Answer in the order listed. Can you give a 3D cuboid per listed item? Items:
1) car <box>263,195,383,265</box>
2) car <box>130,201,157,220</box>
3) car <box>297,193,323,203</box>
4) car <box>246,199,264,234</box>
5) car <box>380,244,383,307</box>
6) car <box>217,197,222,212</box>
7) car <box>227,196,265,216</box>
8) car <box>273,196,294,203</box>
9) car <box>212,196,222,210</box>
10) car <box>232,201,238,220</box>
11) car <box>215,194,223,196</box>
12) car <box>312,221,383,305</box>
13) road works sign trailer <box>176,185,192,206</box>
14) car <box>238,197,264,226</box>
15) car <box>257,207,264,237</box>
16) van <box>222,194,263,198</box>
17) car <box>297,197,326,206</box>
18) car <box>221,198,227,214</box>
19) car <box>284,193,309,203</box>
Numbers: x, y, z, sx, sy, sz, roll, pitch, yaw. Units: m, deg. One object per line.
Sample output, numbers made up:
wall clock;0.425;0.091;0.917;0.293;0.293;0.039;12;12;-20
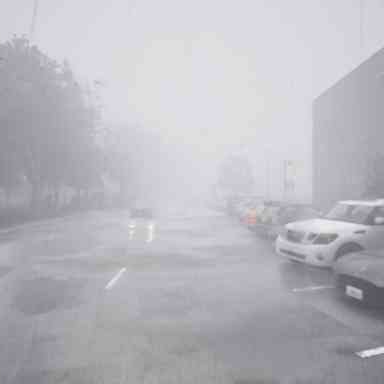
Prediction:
car;5.321;1.238;10.081;5.566;2.045;2.435;1;0;-20
car;-4.145;1.513;29.080;1.882;1.535;5.008;0;0;0
car;26.974;1.390;76.348;2.435;2.045;5.566;1;-1;-22
car;5.323;1.370;16.095;4.553;1.767;2.185;1;0;-20
car;5.159;1.480;4.022;5.366;1.575;1.946;1;0;-20
car;5.365;1.572;34.118;4.674;1.452;2.002;1;0;-20
car;5.398;1.387;25.113;4.553;1.767;2.185;1;0;-20
car;20.891;1.669;76.222;2.163;1.488;4.792;0;-1;-21
car;5.179;1.533;37.060;5.366;1.575;1.946;1;0;-20
car;5.362;1.547;22.104;4.674;1.452;2.002;1;0;-20
car;5.362;1.301;43.154;5.566;2.045;2.435;1;0;-20
car;5.310;1.517;7.079;4.792;1.488;2.163;1;0;-20
road works sign trailer;-1.087;0.567;58.851;2.880;3.560;2.380;0;0;-41
car;5.327;1.375;19.096;4.553;1.767;2.185;1;0;-20
car;5.324;1.522;13.081;4.792;1.488;2.163;1;0;-20
van;5.474;1.301;31.162;4.442;1.987;1.878;1;0;-20
car;21.226;1.626;59.278;2.163;1.488;4.792;0;1;-22
car;5.357;1.519;28.116;5.008;1.535;2.097;1;0;-20
car;23.914;1.389;76.308;2.435;2.045;5.566;0;-1;-21
